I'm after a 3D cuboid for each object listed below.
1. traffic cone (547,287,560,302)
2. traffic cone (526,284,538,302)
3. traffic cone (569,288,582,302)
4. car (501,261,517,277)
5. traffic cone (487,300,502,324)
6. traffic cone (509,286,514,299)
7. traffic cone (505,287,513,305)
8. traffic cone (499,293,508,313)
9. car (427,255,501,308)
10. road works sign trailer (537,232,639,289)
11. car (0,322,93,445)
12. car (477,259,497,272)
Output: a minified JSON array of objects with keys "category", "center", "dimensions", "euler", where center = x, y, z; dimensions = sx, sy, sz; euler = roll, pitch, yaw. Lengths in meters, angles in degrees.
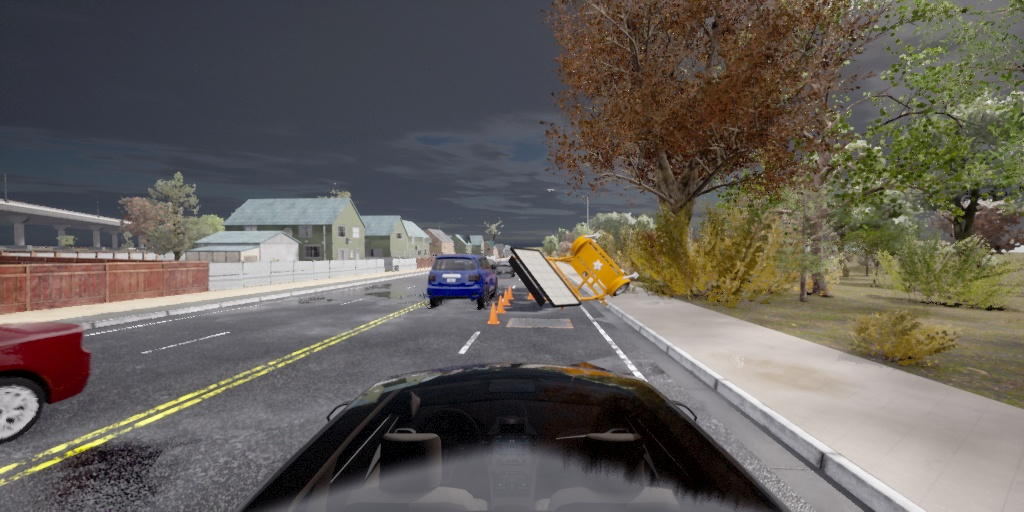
[{"category":"traffic cone","center":[1.895,1.695,16.506],"dimensions":[0.340,0.580,0.340],"euler":[0,0,4]},{"category":"traffic cone","center":[0.899,1.695,16.580],"dimensions":[0.340,0.580,0.340],"euler":[0,0,4]},{"category":"traffic cone","center":[2.893,1.695,16.430],"dimensions":[0.340,0.580,0.340],"euler":[0,0,4]},{"category":"car","center":[-0.538,1.209,34.450],"dimensions":[2.128,1.511,4.902],"euler":[0,0,4]},{"category":"traffic cone","center":[-0.547,1.699,10.671],"dimensions":[0.340,0.580,0.340],"euler":[0,0,4]},{"category":"traffic cone","center":[-0.098,1.695,16.654],"dimensions":[0.340,0.580,0.340],"euler":[0,0,4]},{"category":"traffic cone","center":[-0.248,1.696,14.660],"dimensions":[0.340,0.580,0.340],"euler":[0,0,4]},{"category":"traffic cone","center":[-0.397,1.698,12.666],"dimensions":[0.340,0.580,0.340],"euler":[0,0,4]},{"category":"car","center":[-1.961,0.962,15.470],"dimensions":[2.150,2.045,5.566],"euler":[0,0,4]},{"category":"road works sign trailer","center":[2.859,-0.847,12.905],"dimensions":[2.880,3.560,2.380],"euler":[0,0,-41]},{"category":"car","center":[-6.401,1.228,2.404],"dimensions":[1.882,1.535,5.008],"euler":[0,0,4]},{"category":"car","center":[-3.119,1.203,46.150],"dimensions":[1.837,1.490,4.892],"euler":[0,0,4]}]
